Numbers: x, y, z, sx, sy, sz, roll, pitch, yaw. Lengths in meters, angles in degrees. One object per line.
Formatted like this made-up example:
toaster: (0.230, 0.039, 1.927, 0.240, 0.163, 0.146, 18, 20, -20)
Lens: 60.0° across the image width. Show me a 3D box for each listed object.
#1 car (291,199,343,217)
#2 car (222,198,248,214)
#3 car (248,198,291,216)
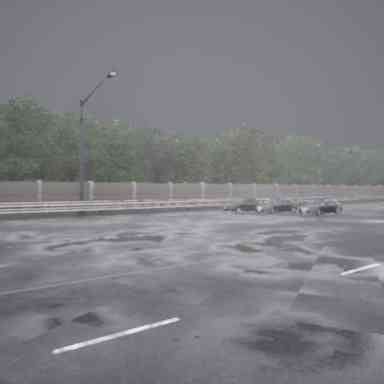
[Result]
car: (11.478, 1.354, 29.649, 4.902, 1.511, 2.128, 0, 0, -36)
car: (5.199, 1.353, 33.693, 4.892, 1.490, 1.837, 1, 2, -36)
car: (8.031, 1.363, 31.456, 4.902, 1.511, 2.128, 0, 0, -36)
